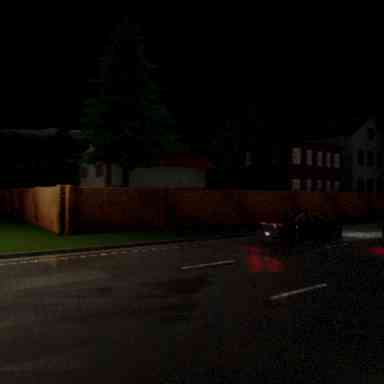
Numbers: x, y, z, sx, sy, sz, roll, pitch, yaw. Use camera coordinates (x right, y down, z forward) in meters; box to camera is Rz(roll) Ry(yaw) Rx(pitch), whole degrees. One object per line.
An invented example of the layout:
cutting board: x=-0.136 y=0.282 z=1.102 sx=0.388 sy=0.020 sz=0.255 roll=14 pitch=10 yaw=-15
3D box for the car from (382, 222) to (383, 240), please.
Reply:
car: x=11.049 y=1.704 z=15.925 sx=5.008 sy=1.535 sz=1.882 roll=1 pitch=0 yaw=-35

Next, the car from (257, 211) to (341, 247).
car: x=5.307 y=1.662 z=16.129 sx=4.902 sy=1.511 sz=2.128 roll=1 pitch=0 yaw=-36
